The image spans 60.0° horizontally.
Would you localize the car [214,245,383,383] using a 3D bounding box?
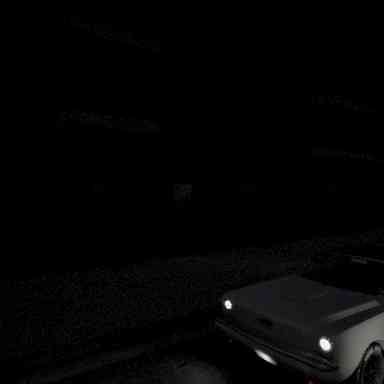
[{"bbox_3d":[2.648,1.603,5.146,4.718,1.301,1.895,0,0,-36],"label":"car"}]
